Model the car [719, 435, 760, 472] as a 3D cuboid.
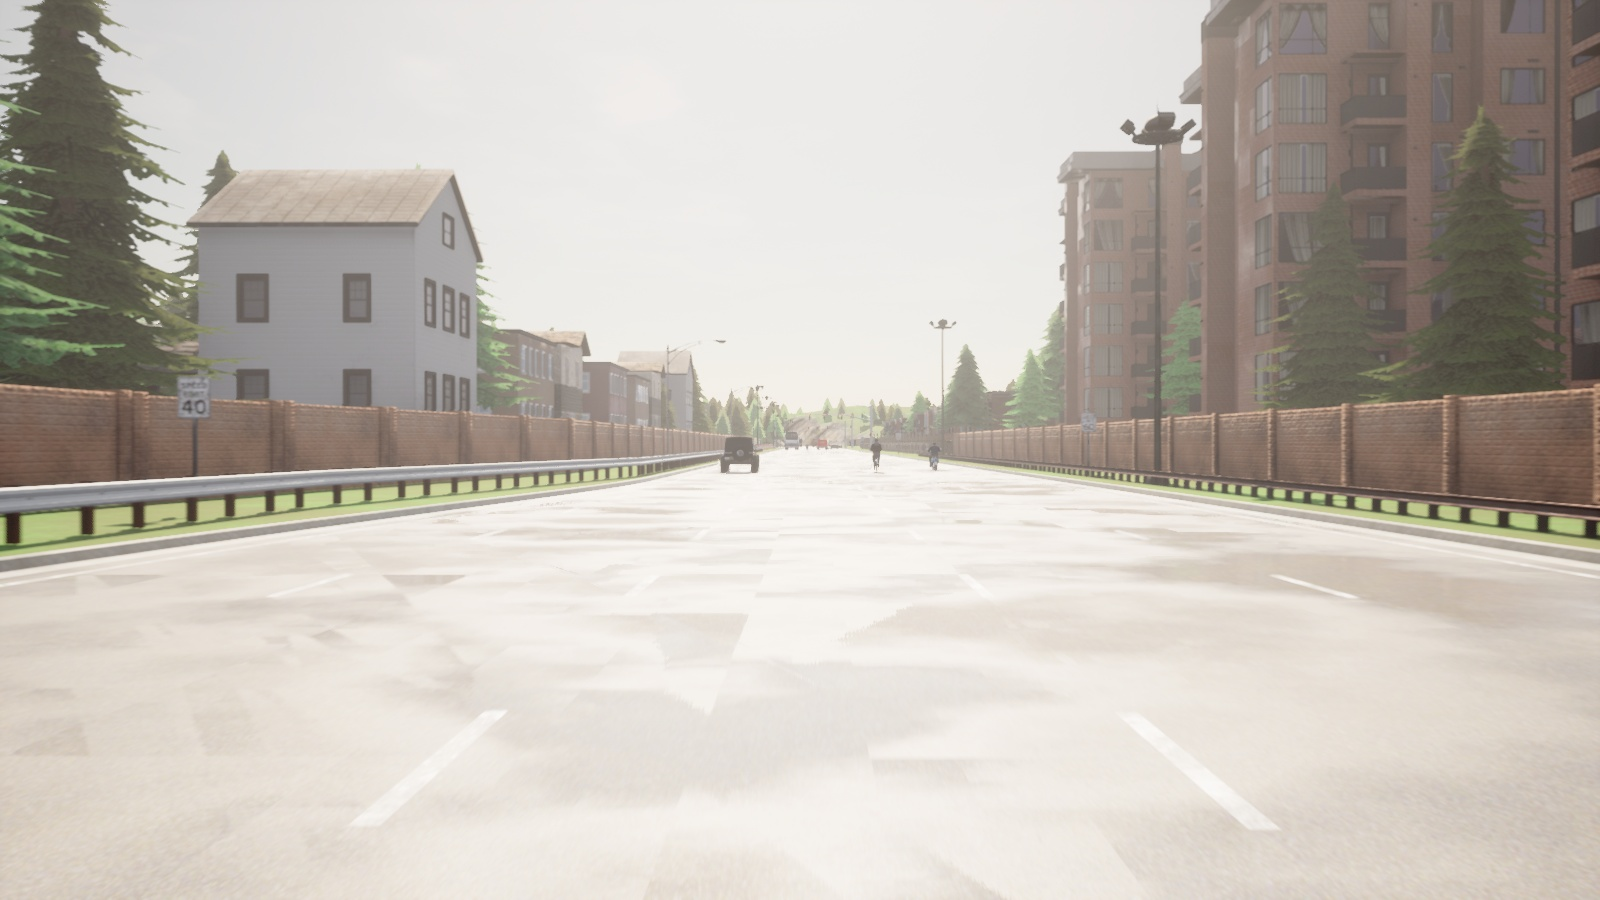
[{"bbox_3d":[-3.112,0.187,65.432,1.905,1.878,3.866,0,0,0],"label":"car"}]
